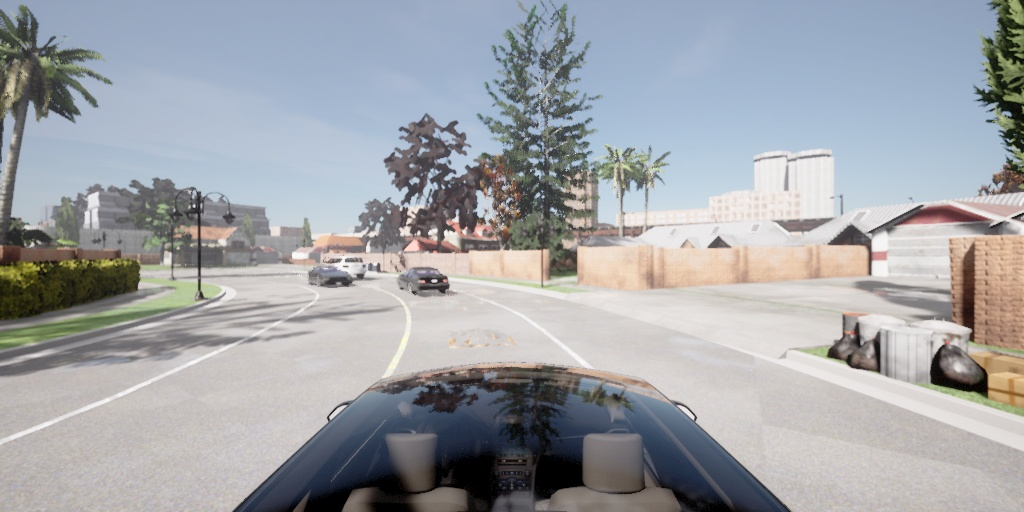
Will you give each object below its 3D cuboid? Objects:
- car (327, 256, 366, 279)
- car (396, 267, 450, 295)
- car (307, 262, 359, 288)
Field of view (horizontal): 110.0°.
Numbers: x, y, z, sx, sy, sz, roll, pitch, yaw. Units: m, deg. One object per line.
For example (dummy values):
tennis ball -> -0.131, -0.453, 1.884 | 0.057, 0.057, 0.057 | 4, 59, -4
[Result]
car -> -15.258, 1.055, 32.102 | 5.566, 2.045, 2.150 | 0, 0, 40
car -> -5.139, 1.326, 20.236 | 2.033, 1.411, 5.357 | 0, 0, -29
car -> -12.674, 1.362, 24.717 | 2.033, 1.411, 5.357 | 0, 0, -41
